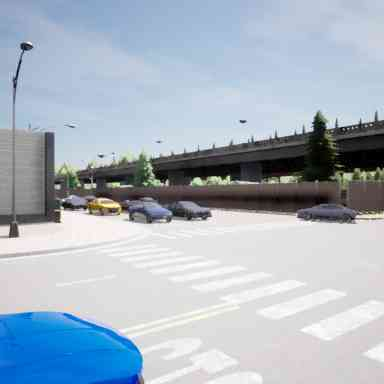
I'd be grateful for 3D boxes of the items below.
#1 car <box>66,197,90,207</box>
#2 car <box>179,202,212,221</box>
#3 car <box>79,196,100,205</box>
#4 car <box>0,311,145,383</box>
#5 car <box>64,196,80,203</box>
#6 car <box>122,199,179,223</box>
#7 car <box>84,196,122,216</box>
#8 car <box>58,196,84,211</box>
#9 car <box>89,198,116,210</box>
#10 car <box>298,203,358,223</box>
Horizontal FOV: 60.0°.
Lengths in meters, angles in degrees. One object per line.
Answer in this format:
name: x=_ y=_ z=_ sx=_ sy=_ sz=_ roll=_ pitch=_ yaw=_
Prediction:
car: x=-17.486 y=1.492 z=50.986 sx=2.033 sy=1.411 sz=5.357 roll=0 pitch=0 yaw=-35
car: x=-0.629 y=1.492 z=27.367 sx=2.033 sy=1.411 sz=5.357 roll=0 pitch=0 yaw=-36
car: x=-17.845 y=1.422 z=57.813 sx=1.882 sy=1.535 sz=5.008 roll=0 pitch=0 yaw=-36
car: x=-2.651 y=1.478 z=1.883 sx=5.008 sy=1.535 sz=1.882 roll=0 pitch=0 yaw=-36
car: x=-23.772 y=1.469 z=65.932 sx=1.812 sy=1.442 sz=4.674 roll=0 pitch=0 yaw=-36
car: x=-3.231 y=1.470 z=24.996 sx=1.812 sy=1.442 sz=4.674 roll=0 pitch=0 yaw=-36
car: x=-8.597 y=1.422 z=32.501 sx=1.882 sy=1.535 sz=5.008 roll=0 pitch=0 yaw=-36
car: x=-14.294 y=1.492 z=40.480 sx=2.033 sy=1.411 sz=5.357 roll=0 pitch=0 yaw=-35
car: x=-11.454 y=1.470 z=42.542 sx=1.812 sy=1.442 sz=4.674 roll=0 pitch=0 yaw=-36
car: x=10.248 y=1.542 z=25.269 sx=4.181 sy=1.385 sz=1.994 roll=1 pitch=2 yaw=29
